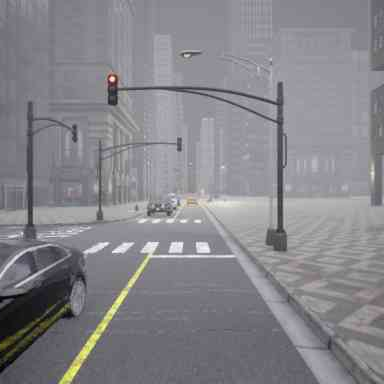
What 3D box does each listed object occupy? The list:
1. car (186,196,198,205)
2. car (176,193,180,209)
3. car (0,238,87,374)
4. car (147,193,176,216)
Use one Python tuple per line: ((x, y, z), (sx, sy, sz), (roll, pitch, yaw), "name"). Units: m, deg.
((0.012, 1.489, 57.607), (1.882, 1.535, 5.008), (0, 0, 0), "car")
((-3.088, 1.225, 43.376), (2.150, 2.045, 5.566), (0, 0, 0), "car")
((-2.975, 1.491, 4.592), (2.128, 1.511, 4.902), (0, 0, 1), "car")
((-3.088, 1.221, 32.928), (2.150, 2.045, 5.566), (0, 0, 0), "car")
